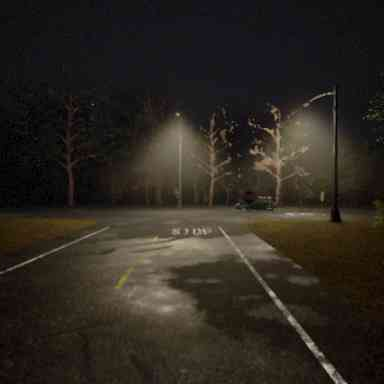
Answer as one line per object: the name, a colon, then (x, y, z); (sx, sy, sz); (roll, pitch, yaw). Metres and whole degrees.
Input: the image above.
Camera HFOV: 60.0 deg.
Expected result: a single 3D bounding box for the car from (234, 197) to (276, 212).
car: (7.128, 1.323, 37.889); (4.553, 1.767, 2.097); (0, 0, 0)
